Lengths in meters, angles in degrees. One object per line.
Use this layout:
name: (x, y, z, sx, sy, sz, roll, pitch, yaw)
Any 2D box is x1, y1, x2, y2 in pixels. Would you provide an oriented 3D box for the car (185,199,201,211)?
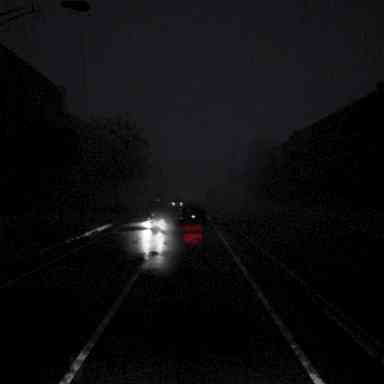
car: (0.089, 1.660, 43.051, 1.994, 1.385, 4.181, 0, 0, 0)

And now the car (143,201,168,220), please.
car: (-3.104, 1.558, 28.967, 2.128, 1.511, 4.902, 0, 0, 0)

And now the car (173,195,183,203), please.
car: (-3.018, 1.438, 70.411, 1.882, 1.535, 5.008, 0, 0, 0)

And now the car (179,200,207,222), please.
car: (0.093, 1.561, 26.645, 1.837, 1.490, 4.892, 0, -1, 0)
